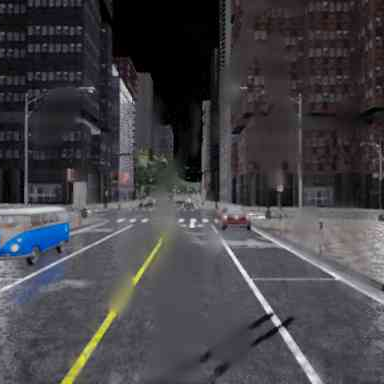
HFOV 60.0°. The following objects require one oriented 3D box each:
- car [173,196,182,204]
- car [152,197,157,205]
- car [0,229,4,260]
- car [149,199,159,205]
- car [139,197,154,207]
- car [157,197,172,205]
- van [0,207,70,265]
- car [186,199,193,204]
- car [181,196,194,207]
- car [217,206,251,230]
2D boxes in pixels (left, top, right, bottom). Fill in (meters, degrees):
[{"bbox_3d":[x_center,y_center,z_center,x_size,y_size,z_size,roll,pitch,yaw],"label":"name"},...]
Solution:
[{"bbox_3d":[-3.460,2.537,90.693,1.895,1.301,4.718,0,-1,0],"label":"car"},{"bbox_3d":[-9.109,2.004,69.470,2.192,1.841,5.009,0,-1,0],"label":"car"},{"bbox_3d":[-5.760,1.643,6.373,1.802,1.307,4.206,0,-1,0],"label":"car"},{"bbox_3d":[-9.167,2.341,80.148,1.752,1.417,4.829,0,-1,0],"label":"car"},{"bbox_3d":[-9.078,2.190,64.041,1.947,1.339,4.313,0,-1,0],"label":"car"},{"bbox_3d":[-6.384,2.254,76.847,1.882,1.535,5.008,0,-1,0],"label":"car"},{"bbox_3d":[-5.756,1.455,11.816,1.690,1.788,3.998,0,-1,0],"label":"van"},{"bbox_3d":[-0.673,2.428,85.784,1.887,1.381,4.507,0,-1,0],"label":"car"},{"bbox_3d":[-0.554,2.065,64.087,1.967,1.590,4.097,0,-1,0],"label":"car"},{"bbox_3d":[2.777,1.658,22.693,1.967,1.590,4.097,0,-1,0],"label":"car"}]
